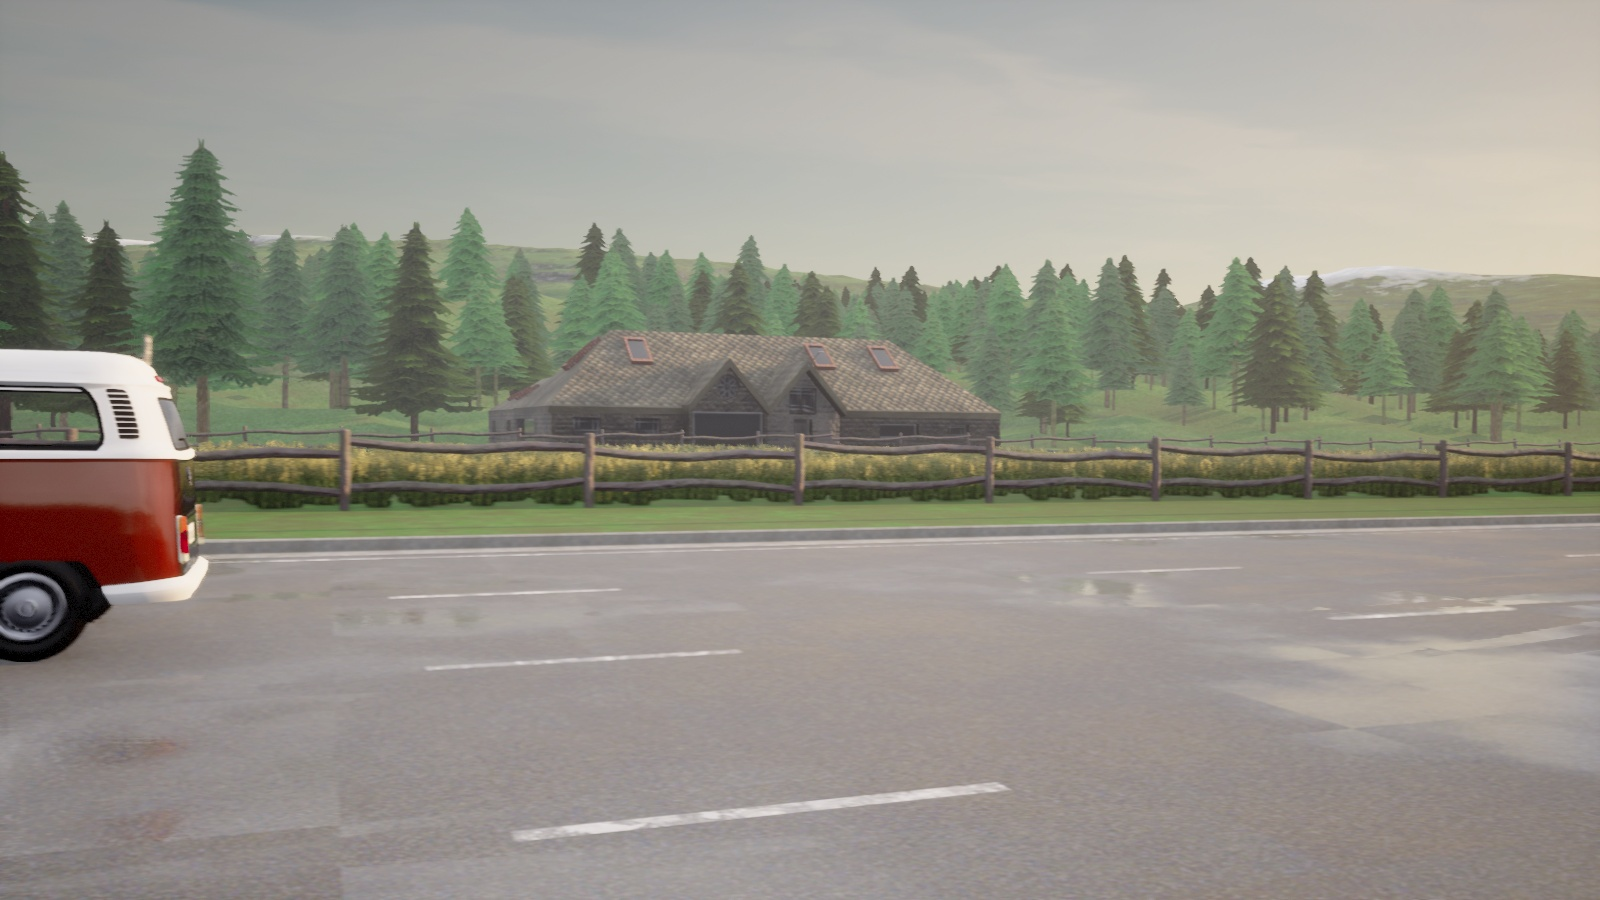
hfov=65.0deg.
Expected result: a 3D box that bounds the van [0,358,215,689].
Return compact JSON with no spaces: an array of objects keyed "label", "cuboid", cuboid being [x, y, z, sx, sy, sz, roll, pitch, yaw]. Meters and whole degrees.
[{"label":"van","cuboid":[-6.397,0.456,8.260,4.480,2.038,2.069,-1,1,-22]}]
